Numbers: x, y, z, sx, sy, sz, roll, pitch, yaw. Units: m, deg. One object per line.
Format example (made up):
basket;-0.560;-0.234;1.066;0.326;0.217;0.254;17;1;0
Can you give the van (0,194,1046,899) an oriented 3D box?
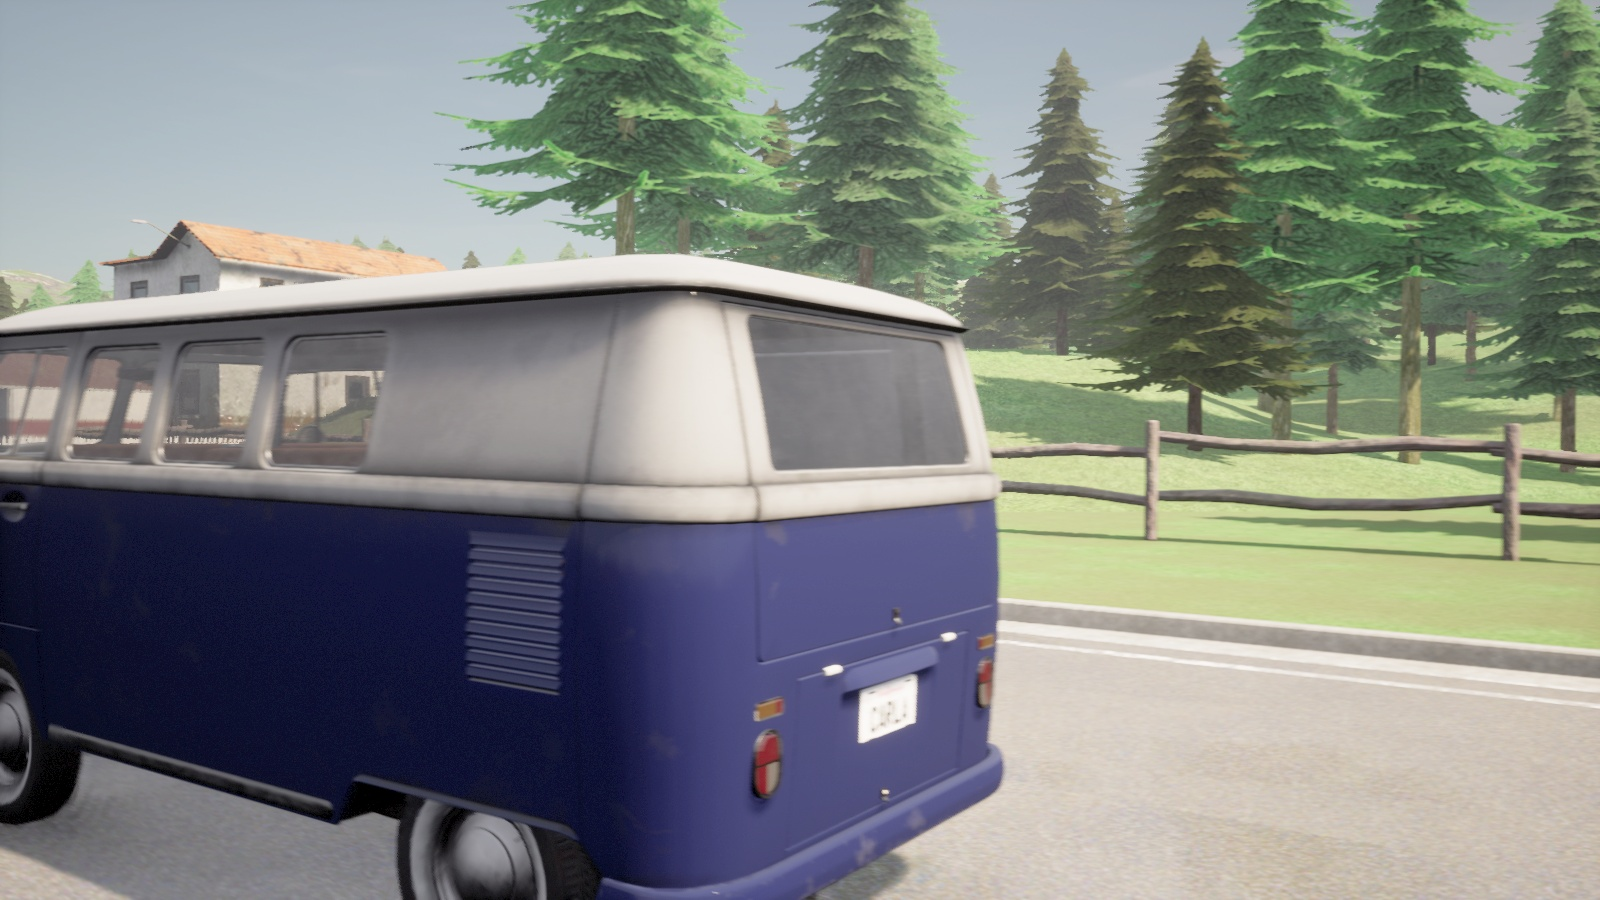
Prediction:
van;-1.532;0.435;4.637;4.442;1.987;1.775;0;1;34
